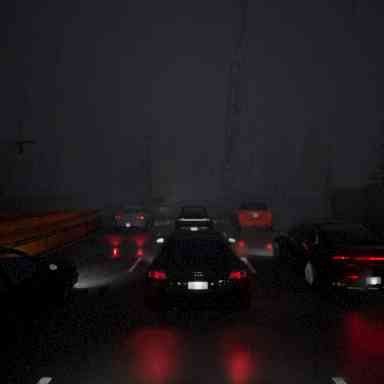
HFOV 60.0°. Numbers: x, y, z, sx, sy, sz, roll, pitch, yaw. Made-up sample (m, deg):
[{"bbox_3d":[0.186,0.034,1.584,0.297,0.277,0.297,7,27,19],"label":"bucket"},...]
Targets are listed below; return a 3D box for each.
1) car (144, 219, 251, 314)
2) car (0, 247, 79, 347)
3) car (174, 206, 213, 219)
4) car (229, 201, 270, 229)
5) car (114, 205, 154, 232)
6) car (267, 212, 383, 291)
[{"bbox_3d":[0.099,1.564,7.686,1.994,1.385,4.181,0,0,0],"label":"car"},{"bbox_3d":[-3.400,1.548,4.881,2.033,1.411,5.357,0,0,0],"label":"car"},{"bbox_3d":[0.097,1.492,17.635,2.128,1.511,4.902,0,0,0],"label":"car"},{"bbox_3d":[3.597,1.352,20.928,2.097,1.767,4.553,0,0,0],"label":"car"},{"bbox_3d":[-3.406,1.526,20.049,1.812,1.442,4.674,0,0,0],"label":"car"},{"bbox_3d":[3.598,1.505,9.007,1.837,1.490,4.892,0,0,0],"label":"car"}]
